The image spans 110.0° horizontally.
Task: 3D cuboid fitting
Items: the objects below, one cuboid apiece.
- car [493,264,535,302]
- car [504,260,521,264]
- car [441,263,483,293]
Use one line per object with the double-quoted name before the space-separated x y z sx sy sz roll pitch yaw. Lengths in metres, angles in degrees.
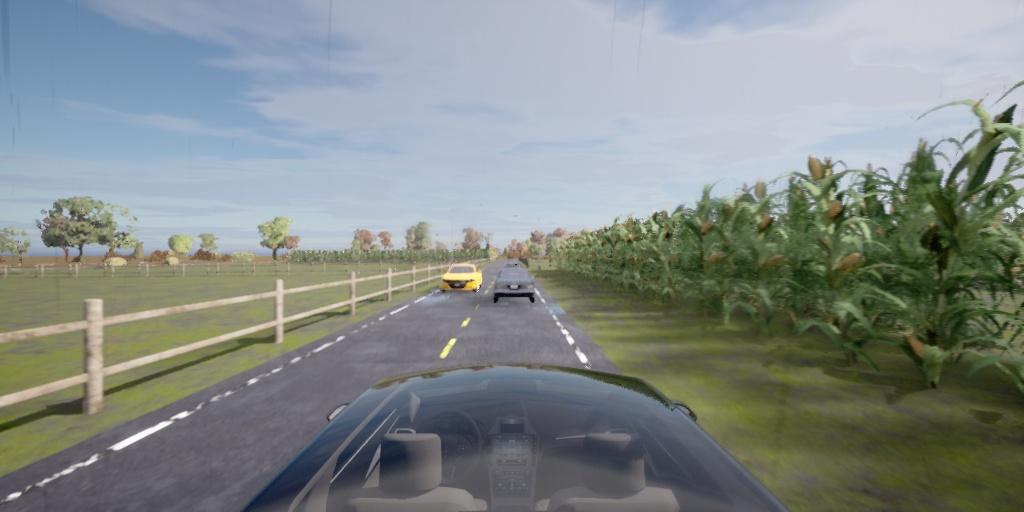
"car" 0.087 1.262 16.815 2.033 1.411 5.357 0 0 0
"car" 0.071 1.159 37.097 2.128 1.511 4.902 0 0 0
"car" -2.762 1.185 20.515 1.882 1.535 5.008 0 0 0
